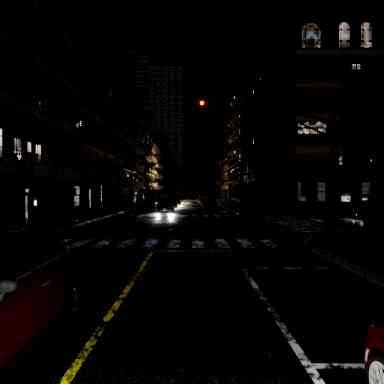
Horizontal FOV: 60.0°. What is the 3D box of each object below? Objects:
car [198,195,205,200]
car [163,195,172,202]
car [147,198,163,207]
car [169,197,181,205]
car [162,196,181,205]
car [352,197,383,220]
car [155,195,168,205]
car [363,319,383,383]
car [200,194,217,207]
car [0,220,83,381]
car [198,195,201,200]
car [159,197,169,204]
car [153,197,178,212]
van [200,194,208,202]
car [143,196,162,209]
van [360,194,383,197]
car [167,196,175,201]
[{"bbox_3d":[2.774,1.603,95.021,1.887,1.381,4.507,-1,0,0],"label":"car"},{"bbox_3d":[-5.623,1.563,78.281,1.752,1.417,4.829,-1,0,0],"label":"car"},{"bbox_3d":[-5.650,1.580,50.811,1.947,1.339,4.313,0,0,0],"label":"car"},{"bbox_3d":[-3.021,1.621,59.027,1.895,1.301,4.718,0,0,0],"label":"car"},{"bbox_3d":[-3.051,1.517,48.745,1.837,1.490,4.892,0,0,0],"label":"car"},{"bbox_3d":[14.892,1.276,24.759,5.357,1.411,2.033,-1,0,1],"label":"car"},{"bbox_3d":[-5.640,1.463,61.867,1.967,1.590,4.097,-1,0,0],"label":"car"},{"bbox_3d":[2.682,1.545,1.799,1.887,1.381,4.507,0,0,0],"label":"car"},{"bbox_3d":[2.730,1.454,50.798,1.967,1.590,4.097,-1,0,0],"label":"car"},{"bbox_3d":[-3.064,1.351,4.188,2.097,1.767,4.553,0,0,1],"label":"car"},{"bbox_3d":[2.747,1.578,67.381,2.008,1.369,4.403,-1,0,0],"label":"car"},{"bbox_3d":[-5.633,1.609,67.395,1.802,1.307,4.206,-1,0,0],"label":"car"},{"bbox_3d":[-3.063,1.607,39.348,1.895,1.301,4.718,0,0,0],"label":"car"},{"bbox_3d":[2.756,1.379,78.437,1.690,1.788,3.998,-1,0,0],"label":"van"},{"bbox_3d":[-5.655,1.561,45.284,2.008,1.369,4.403,0,0,0],"label":"car"},{"bbox_3d":[15.666,1.036,27.357,3.998,1.788,1.690,-1,1,-1],"label":"van"},{"bbox_3d":[-5.611,1.633,89.507,1.802,1.307,4.206,-1,0,0],"label":"car"}]
